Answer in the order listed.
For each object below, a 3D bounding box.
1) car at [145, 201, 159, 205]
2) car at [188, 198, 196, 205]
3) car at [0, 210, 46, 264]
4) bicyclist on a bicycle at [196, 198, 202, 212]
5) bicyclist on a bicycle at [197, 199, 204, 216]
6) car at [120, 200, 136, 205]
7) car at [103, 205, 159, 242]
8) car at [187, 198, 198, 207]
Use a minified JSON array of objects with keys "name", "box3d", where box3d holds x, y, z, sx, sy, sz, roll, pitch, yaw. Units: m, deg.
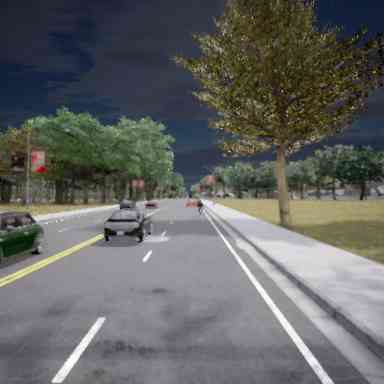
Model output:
[{"name":"car","box3d":[-6.549,2.053,54.438,1.895,1.301,4.718,0,-1,1]},{"name":"car","box3d":[-0.005,2.158,77.431,1.837,1.490,4.892,0,-1,0]},{"name":"car","box3d":[-6.600,1.438,10.715,2.097,1.767,4.553,0,0,0]},{"name":"bicyclist on a bicycle","box3d":[0.890,1.726,43.338,0.659,1.776,1.843,0,0,0]},{"name":"bicyclist on a bicycle","box3d":[0.891,1.647,34.139,0.659,1.776,1.843,0,0,0]},{"name":"car","box3d":[-9.814,1.972,51.327,2.033,1.411,5.357,0,-1,1]},{"name":"car","box3d":[-3.151,1.628,17.089,2.128,1.511,4.902,0,0,0]},{"name":"car","box3d":[0.047,1.904,65.302,2.097,1.767,4.553,0,0,1]}]
